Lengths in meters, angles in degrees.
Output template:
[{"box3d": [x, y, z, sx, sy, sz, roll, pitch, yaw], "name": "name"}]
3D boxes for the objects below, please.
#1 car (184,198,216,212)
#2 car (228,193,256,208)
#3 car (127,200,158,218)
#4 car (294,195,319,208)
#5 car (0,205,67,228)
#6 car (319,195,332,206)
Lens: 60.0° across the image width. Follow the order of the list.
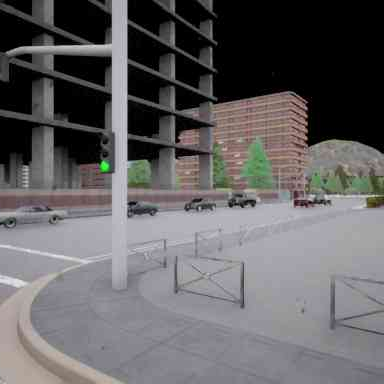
[{"box3d": [0.976, 1.449, 38.468, 1.837, 1.490, 4.892, 0, 0, 35], "name": "car"}, {"box3d": [7.200, 1.166, 47.180, 2.150, 2.045, 5.566, 0, 0, 35], "name": "car"}, {"box3d": [-5.019, 1.470, 30.004, 1.812, 1.442, 4.674, 0, 0, 36], "name": "car"}, {"box3d": [15.982, 1.422, 47.211, 1.882, 1.535, 5.008, 0, 0, 35], "name": "car"}, {"box3d": [-10.795, 1.545, 21.872, 1.895, 1.301, 4.718, 0, 0, 35], "name": "car"}, {"box3d": [21.682, 1.297, 55.250, 2.097, 1.767, 4.553, 0, 0, 35], "name": "car"}]
